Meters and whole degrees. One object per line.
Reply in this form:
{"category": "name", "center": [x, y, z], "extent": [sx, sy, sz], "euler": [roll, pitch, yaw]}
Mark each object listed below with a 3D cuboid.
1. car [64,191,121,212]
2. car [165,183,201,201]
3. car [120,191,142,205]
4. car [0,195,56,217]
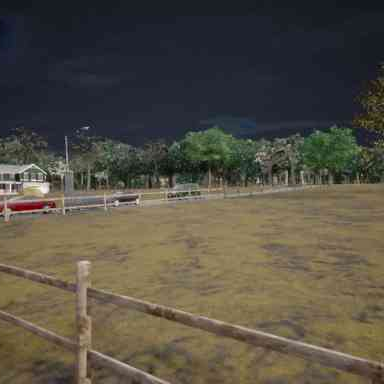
{"category": "car", "center": [-8.426, 0.850, 27.533], "extent": [1.994, 1.385, 4.181], "euler": [-3, 1, 36]}
{"category": "car", "center": [-1.088, -0.034, 42.882], "extent": [2.150, 2.045, 5.566], "euler": [-3, 1, 36]}
{"category": "car", "center": [-7.258, 0.663, 34.227], "extent": [1.837, 1.490, 4.892], "euler": [-3, 1, 36]}
{"category": "car", "center": [-13.192, 1.027, 25.912], "extent": [1.882, 1.535, 5.008], "euler": [-3, 1, 35]}
